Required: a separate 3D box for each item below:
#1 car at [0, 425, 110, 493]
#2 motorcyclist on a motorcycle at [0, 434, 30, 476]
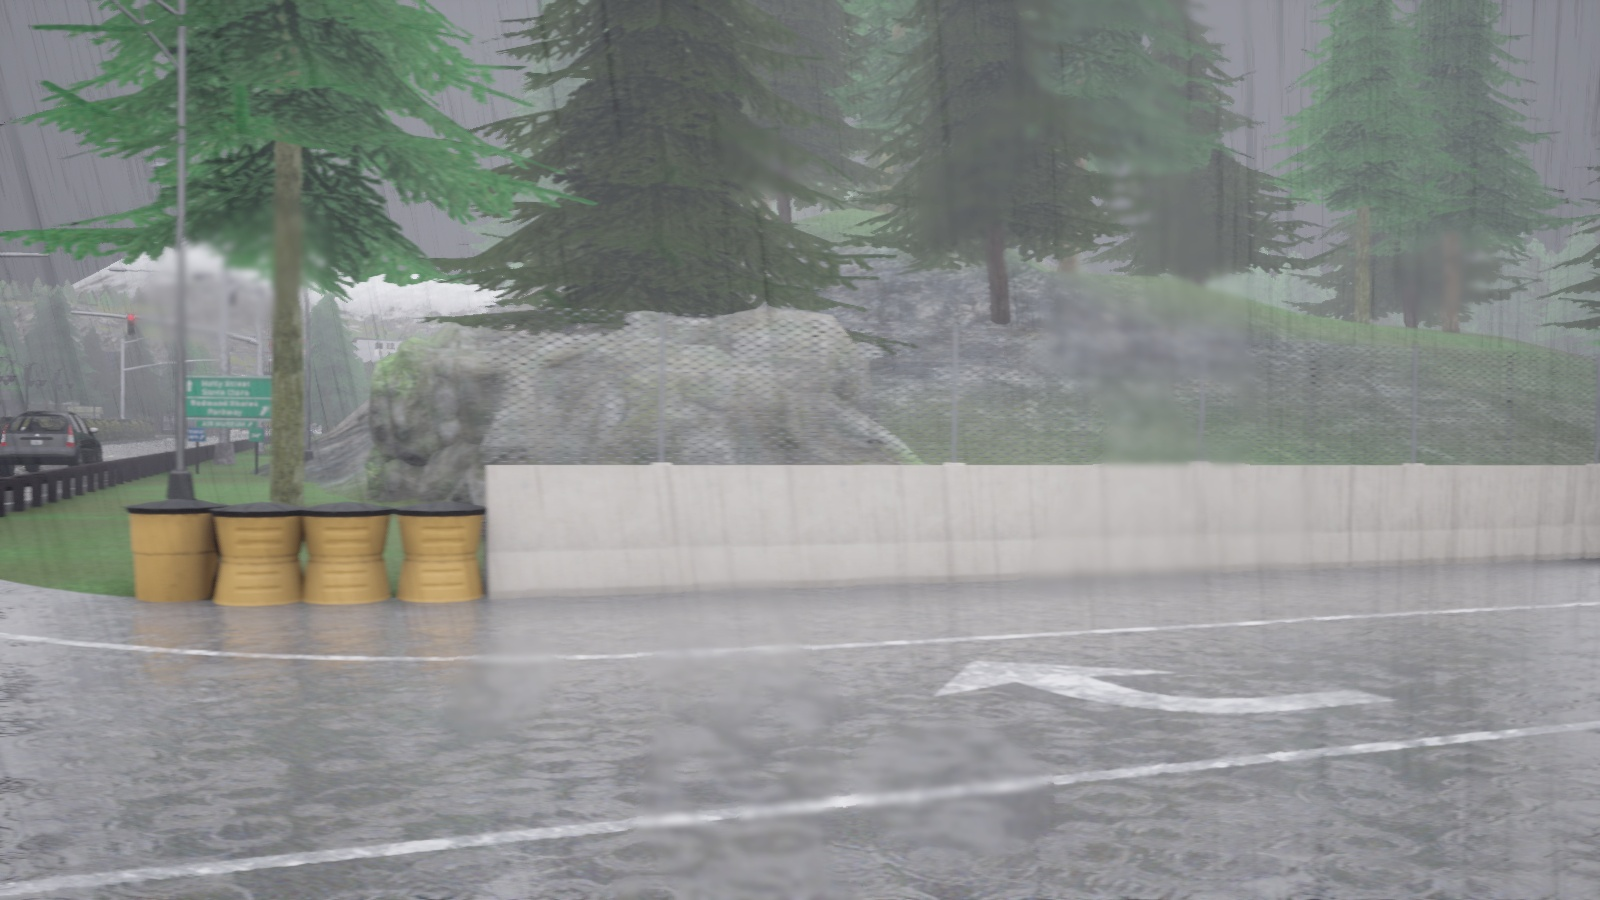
[{"bbox_3d":[-18.922,0.186,31.898,1.851,1.617,3.988,-1,1,-20],"label":"car"},{"bbox_3d":[-30.485,0.207,47.636,0.797,1.523,2.044,-4,0,22],"label":"motorcyclist on a motorcycle"}]
